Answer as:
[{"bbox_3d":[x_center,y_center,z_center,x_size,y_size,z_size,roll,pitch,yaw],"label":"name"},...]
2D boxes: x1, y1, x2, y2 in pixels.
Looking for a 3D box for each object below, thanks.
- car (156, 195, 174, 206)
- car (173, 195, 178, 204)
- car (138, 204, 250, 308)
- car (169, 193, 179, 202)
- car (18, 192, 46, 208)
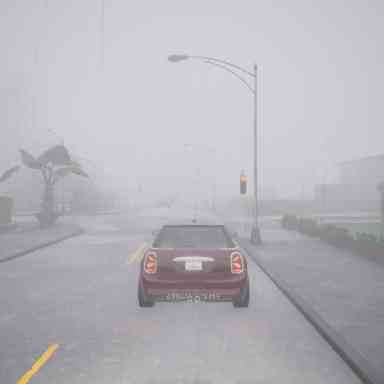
[{"bbox_3d":[-4.056,1.564,47.917,1.994,1.385,4.181,0,0,0],"label":"car"},{"bbox_3d":[-4.027,1.601,57.819,1.895,1.301,4.718,0,0,0],"label":"car"},{"bbox_3d":[0.051,1.352,8.105,2.097,1.767,4.553,0,0,1],"label":"car"},{"bbox_3d":[-3.939,1.223,68.945,2.150,2.045,5.566,0,0,0],"label":"car"},{"bbox_3d":[-19.725,0.985,41.981,1.905,1.878,3.866,0,0,35],"label":"car"}]
